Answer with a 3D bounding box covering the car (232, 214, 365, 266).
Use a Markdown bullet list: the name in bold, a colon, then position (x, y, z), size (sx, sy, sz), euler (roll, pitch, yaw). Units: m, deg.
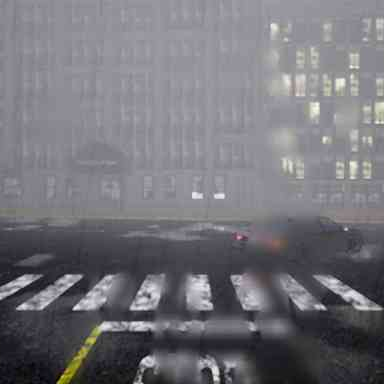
- **car**: position (3.755, 1.444, 11.167), size (5.357, 1.411, 2.033), euler (0, 1, -39)
